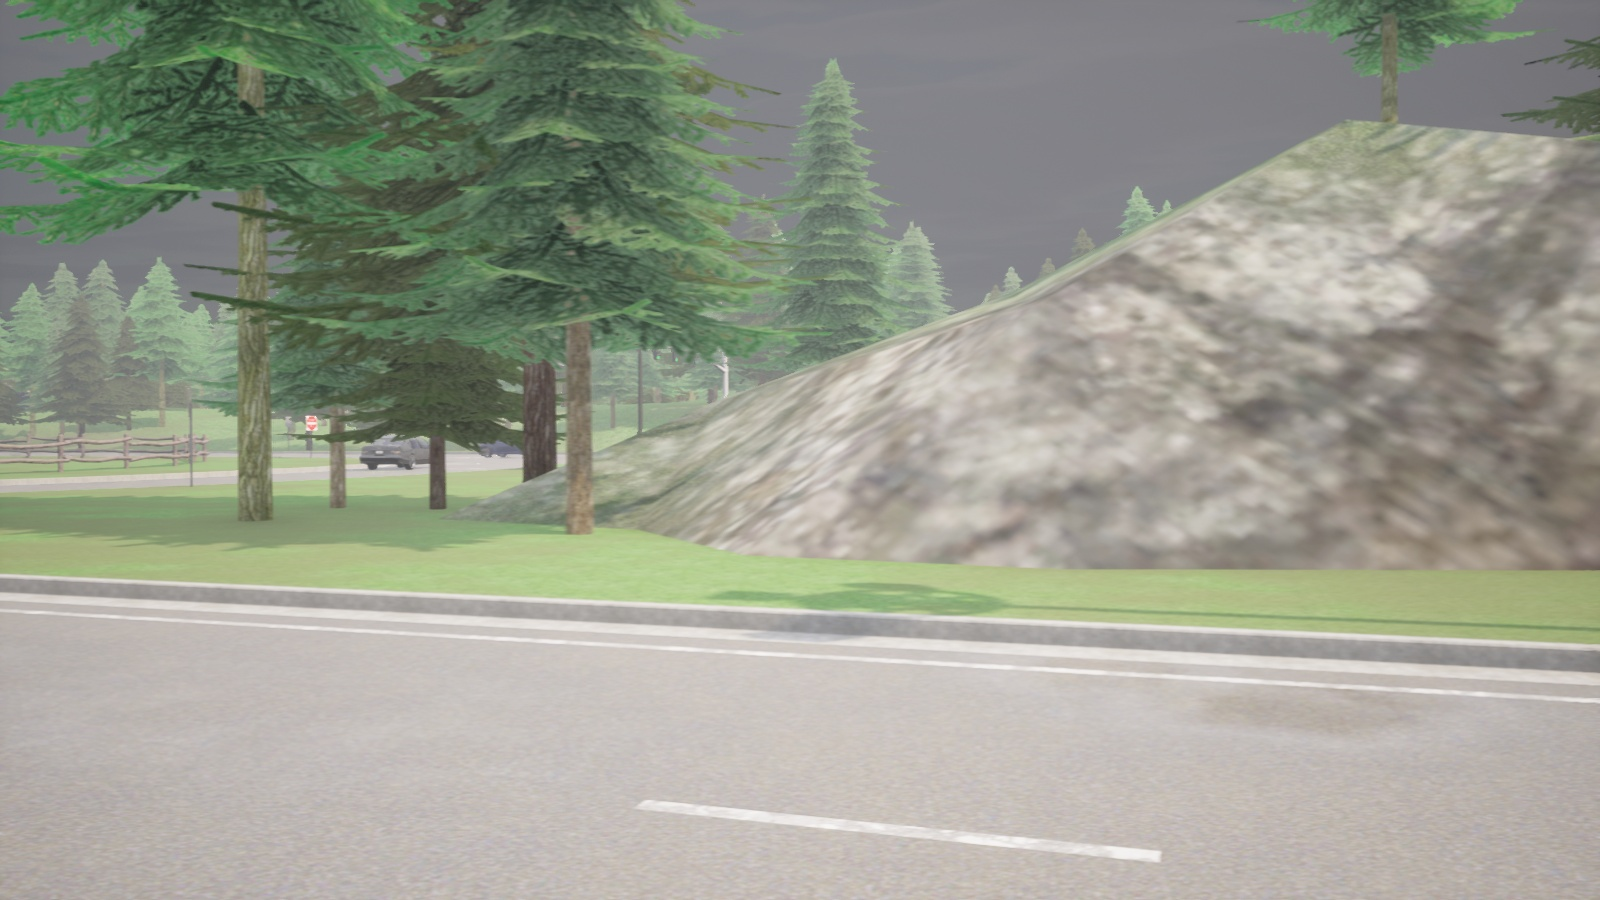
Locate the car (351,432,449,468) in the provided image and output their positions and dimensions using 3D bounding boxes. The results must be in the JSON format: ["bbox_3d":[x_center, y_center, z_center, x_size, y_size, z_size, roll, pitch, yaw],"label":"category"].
[{"bbox_3d":[-16.651,-0.031,52.580,2.033,1.411,5.357,0,1,4],"label":"car"}]

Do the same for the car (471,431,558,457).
[{"bbox_3d":[-16.578,-0.379,72.988,4.674,1.442,1.812,0,1,19],"label":"car"}]
